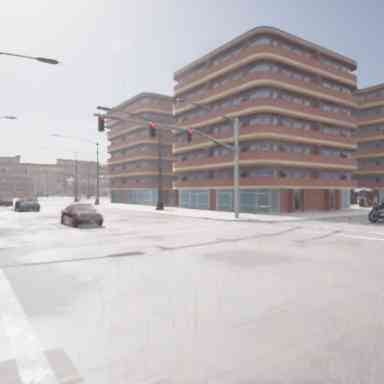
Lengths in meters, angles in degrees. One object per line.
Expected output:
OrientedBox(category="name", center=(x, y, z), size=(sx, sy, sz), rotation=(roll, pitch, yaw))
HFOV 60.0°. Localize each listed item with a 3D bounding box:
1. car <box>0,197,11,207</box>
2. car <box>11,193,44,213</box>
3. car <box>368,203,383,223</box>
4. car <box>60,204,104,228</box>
OrientedBox(category="car", center=(-29.878, 1.509, 53.292), size=(1.882, 1.535, 5.008), rotation=(0, 0, -36))
OrientedBox(category="car", center=(-18.720, 1.356, 37.837), size=(2.097, 1.767, 4.553), rotation=(0, 0, -36))
OrientedBox(category="car", center=(14.852, 1.353, 24.235), size=(4.553, 1.767, 2.097), rotation=(0, 0, -35))
OrientedBox(category="car", center=(-7.532, 1.528, 22.496), size=(1.812, 1.442, 4.674), rotation=(0, 0, -36))
